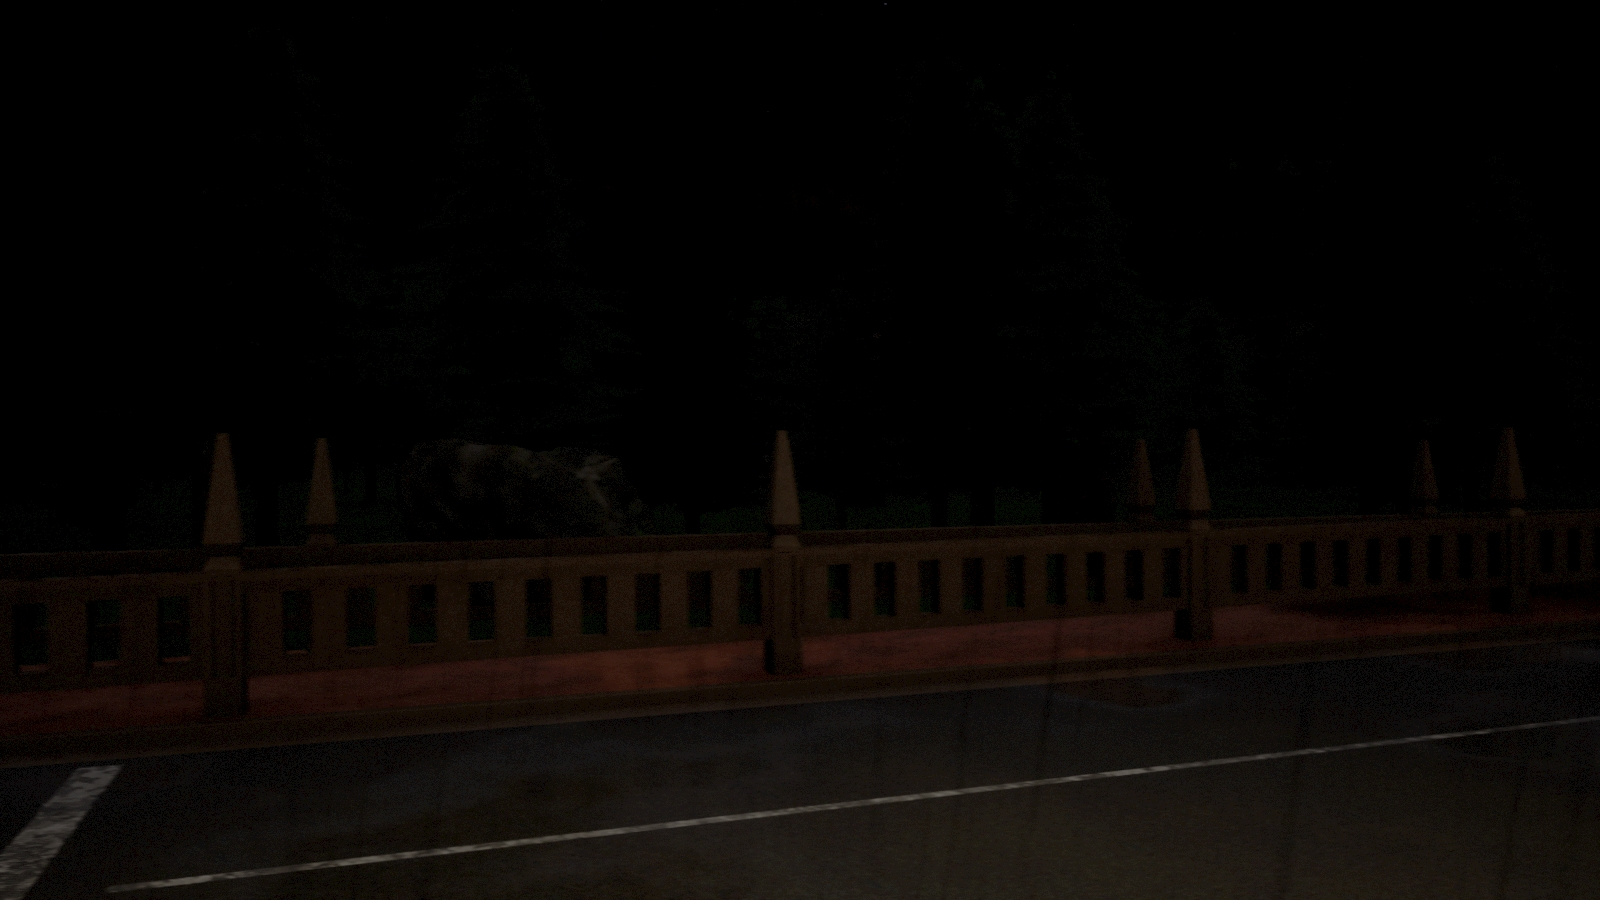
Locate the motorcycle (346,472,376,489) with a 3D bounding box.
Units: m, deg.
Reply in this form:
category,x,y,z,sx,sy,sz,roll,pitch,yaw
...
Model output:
category,x,y,z,sx,sy,sz,roll,pitch,yaw
motorcycle,-31.460,2.186,81.910,2.033,1.199,0.803,0,0,-20
